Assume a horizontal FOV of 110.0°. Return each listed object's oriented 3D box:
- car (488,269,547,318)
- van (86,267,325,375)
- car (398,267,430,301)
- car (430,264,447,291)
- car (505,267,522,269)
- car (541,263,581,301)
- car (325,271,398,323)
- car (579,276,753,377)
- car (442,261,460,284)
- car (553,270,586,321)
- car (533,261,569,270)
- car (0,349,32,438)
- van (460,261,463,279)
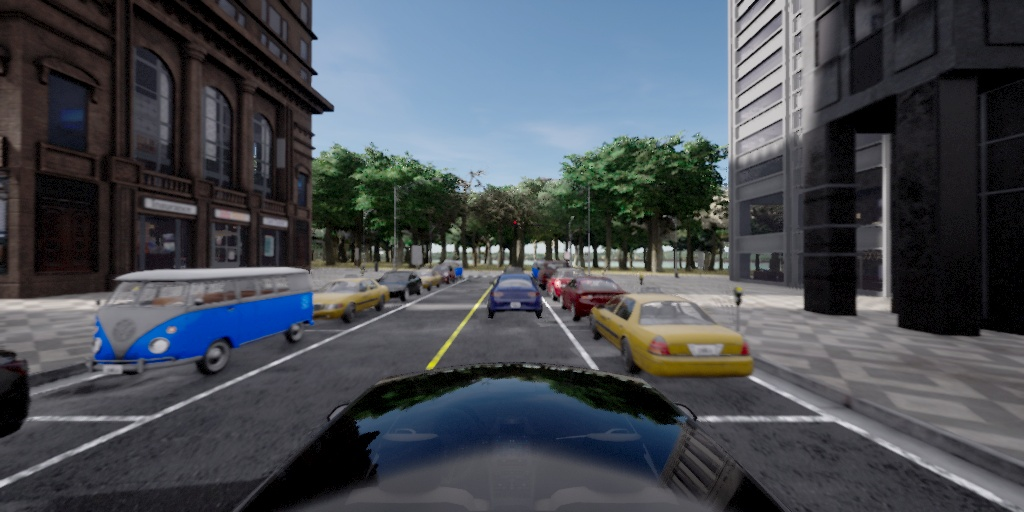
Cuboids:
[{"bbox_3d":[0.111,1.368,13.411,1.812,1.442,4.674,0,0,0],"label":"car"},{"bbox_3d":[-5.758,1.133,7.269,1.690,1.789,3.998,0,0,0],"label":"van"},{"bbox_3d":[-5.744,1.445,18.144,1.948,1.339,4.313,0,0,0],"label":"car"},{"bbox_3d":[-5.737,1.448,23.411,1.751,1.417,4.829,0,0,0],"label":"car"},{"bbox_3d":[0.136,1.589,31.520,1.895,1.301,4.718,0,0,0],"label":"car"},{"bbox_3d":[2.781,1.320,18.133,1.967,1.591,4.097,0,0,0],"label":"car"},{"bbox_3d":[-5.751,1.361,12.537,1.751,1.417,4.829,0,0,0],"label":"car"},{"bbox_3d":[2.768,1.320,7.428,1.751,1.417,4.829,0,0,0],"label":"car"},{"bbox_3d":[-5.730,1.407,29.018,1.967,1.591,4.097,0,0,0],"label":"car"},{"bbox_3d":[2.774,1.382,12.696,1.888,1.381,4.507,0,0,0],"label":"car"},{"bbox_3d":[2.788,1.239,23.570,2.192,1.841,5.009,0,0,0],"label":"car"},{"bbox_3d":[-5.765,1.316,1.832,1.948,1.339,4.313,0,0,0],"label":"car"},{"bbox_3d":[-5.723,1.352,34.456,1.690,1.789,3.998,0,0,0],"label":"van"}]
